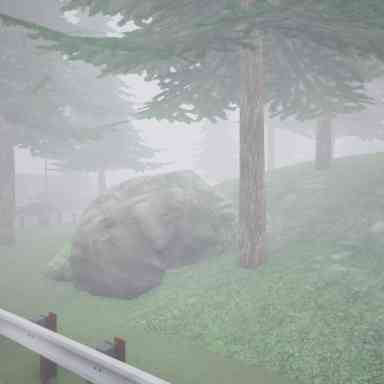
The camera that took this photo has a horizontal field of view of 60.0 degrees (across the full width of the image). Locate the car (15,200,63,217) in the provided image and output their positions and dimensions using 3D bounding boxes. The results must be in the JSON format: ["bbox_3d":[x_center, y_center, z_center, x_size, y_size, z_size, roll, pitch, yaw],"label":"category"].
[{"bbox_3d":[-13.279,1.488,27.865,1.837,1.490,4.892,0,0,35],"label":"car"}]
